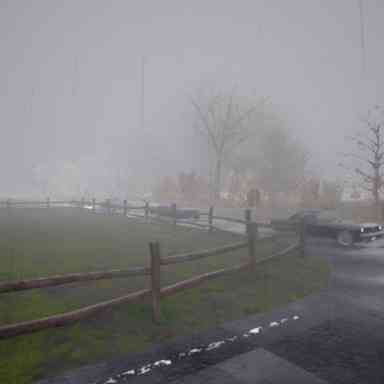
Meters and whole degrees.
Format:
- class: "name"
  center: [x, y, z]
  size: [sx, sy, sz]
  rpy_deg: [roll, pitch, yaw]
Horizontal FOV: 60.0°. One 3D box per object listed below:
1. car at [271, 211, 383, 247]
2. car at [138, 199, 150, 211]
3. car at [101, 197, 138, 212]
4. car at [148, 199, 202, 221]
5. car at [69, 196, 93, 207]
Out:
- class: "car"
  center: [5.992, 1.552, 15.143]
  size: [1.895, 1.301, 4.718]
  rpy_deg: [-1, 1, -35]
- class: "car"
  center: [-5.030, 1.354, 35.771]
  size: [1.895, 1.301, 4.718]
  rpy_deg: [-1, 1, -35]
- class: "car"
  center: [-7.988, 1.261, 34.842]
  size: [2.128, 1.511, 4.902]
  rpy_deg: [-1, 1, -35]
- class: "car"
  center: [-1.218, 1.459, 25.300]
  size: [1.895, 1.301, 4.718]
  rpy_deg: [-1, 1, -35]
- class: "car"
  center: [-15.039, 1.222, 44.846]
  size: [2.033, 1.411, 5.357]
  rpy_deg: [-1, 1, -35]
